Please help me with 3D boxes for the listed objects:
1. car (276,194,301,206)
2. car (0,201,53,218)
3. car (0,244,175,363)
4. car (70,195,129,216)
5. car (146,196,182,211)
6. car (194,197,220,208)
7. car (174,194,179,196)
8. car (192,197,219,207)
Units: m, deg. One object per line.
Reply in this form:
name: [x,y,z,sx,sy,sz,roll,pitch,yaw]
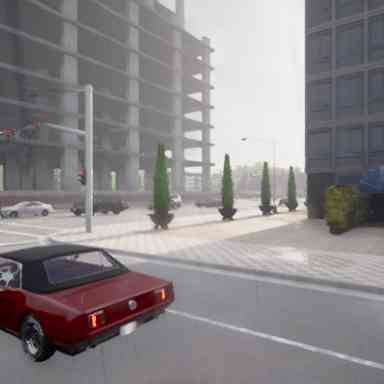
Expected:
car: [16.377,1.555,56.535,1.837,1.490,4.892,0,0,36]
car: [-15.343,1.605,30.933,1.812,1.442,4.674,0,0,36]
car: [-2.689,1.615,5.909,4.718,1.301,1.895,0,0,35]
car: [-9.348,1.291,33.252,2.150,2.045,5.566,0,0,36]
car: [-3.557,1.575,41.251,1.837,1.490,4.892,0,0,36]
car: [2.672,1.617,49.843,2.033,1.411,5.357,0,0,36]
car: [-3.752,1.300,46.949,2.150,2.045,5.566,0,0,36]
car: [2.316,1.570,55.281,2.128,1.511,4.902,0,0,36]
